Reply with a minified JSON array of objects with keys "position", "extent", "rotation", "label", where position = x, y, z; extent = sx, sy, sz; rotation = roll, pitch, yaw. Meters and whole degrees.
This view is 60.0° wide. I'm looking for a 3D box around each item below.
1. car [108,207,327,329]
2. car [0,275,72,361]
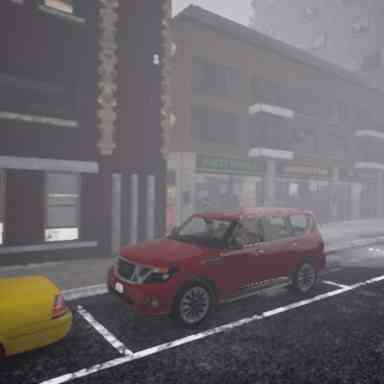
[{"position":[0.820,1.296,7.117],"extent":[5.009,1.841,2.192],"rotation":[0,1,-35],"label":"car"},{"position":[-3.949,1.530,3.723],"extent":[4.829,1.417,1.752],"rotation":[0,1,-35],"label":"car"}]
